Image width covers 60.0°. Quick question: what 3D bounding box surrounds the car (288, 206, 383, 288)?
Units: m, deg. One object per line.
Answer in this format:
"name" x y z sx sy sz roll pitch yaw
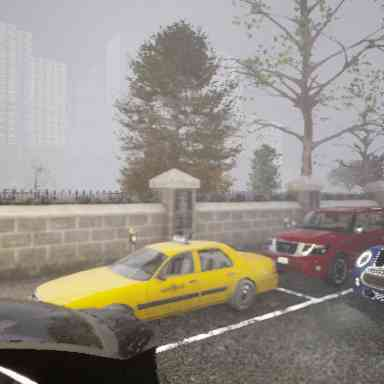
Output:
"car" 4.286 1.365 9.615 5.009 1.841 2.192 0 0 -35

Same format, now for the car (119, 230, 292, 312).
"car" -0.436 1.542 6.246 4.829 1.417 1.752 0 0 -36

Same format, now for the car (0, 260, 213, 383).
"car" -2.404 1.500 1.662 4.892 1.490 1.837 1 0 -36

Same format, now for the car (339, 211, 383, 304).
"car" 5.558 1.401 7.336 4.553 1.767 2.097 0 0 -35
